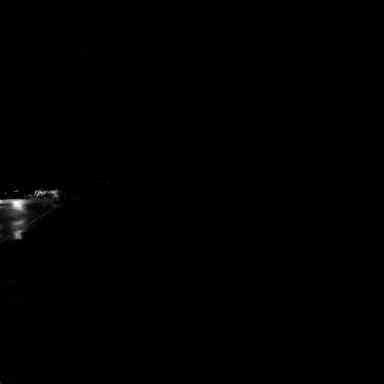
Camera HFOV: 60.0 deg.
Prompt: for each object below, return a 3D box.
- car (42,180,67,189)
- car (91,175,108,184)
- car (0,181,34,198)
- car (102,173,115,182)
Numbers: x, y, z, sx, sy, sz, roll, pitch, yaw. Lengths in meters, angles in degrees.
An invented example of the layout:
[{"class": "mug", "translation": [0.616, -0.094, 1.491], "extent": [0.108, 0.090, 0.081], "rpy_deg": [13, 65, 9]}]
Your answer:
[{"class": "car", "translation": [-17.101, -1.209, 41.503], "extent": [2.128, 1.511, 4.902], "rpy_deg": [0, 5, -4]}, {"class": "car", "translation": [-14.167, -1.719, 49.789], "extent": [1.895, 1.301, 4.718], "rpy_deg": [0, 5, -4]}, {"class": "car", "translation": [-15.988, -0.303, 30.418], "extent": [1.837, 1.490, 4.892], "rpy_deg": [0, 4, -7]}, {"class": "car", "translation": [-15.011, -2.639, 60.022], "extent": [1.837, 1.490, 4.892], "rpy_deg": [0, 5, -7]}]
